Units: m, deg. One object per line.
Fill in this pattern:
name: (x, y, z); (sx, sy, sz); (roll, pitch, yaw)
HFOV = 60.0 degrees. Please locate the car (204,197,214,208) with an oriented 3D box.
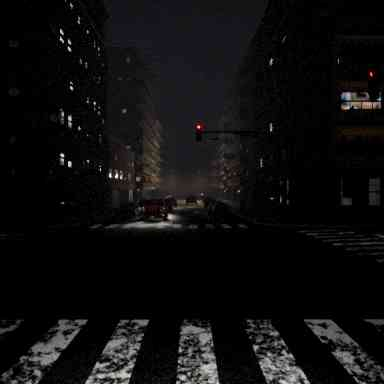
car: (2.625, 1.569, 35.907); (1.947, 1.339, 4.313); (0, 0, 0)

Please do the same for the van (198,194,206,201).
van: (2.540, 1.376, 85.618); (1.690, 1.788, 3.998); (-1, 0, 0)

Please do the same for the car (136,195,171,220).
car: (-3.087, 1.353, 27.630); (2.097, 1.767, 4.553); (0, 0, -2)

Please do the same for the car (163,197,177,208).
car: (-3.166, 1.535, 49.297); (1.812, 1.442, 4.674); (0, 0, 0)

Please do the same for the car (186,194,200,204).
car: (-0.103, 1.368, 61.437); (2.097, 1.767, 4.553); (0, 0, 0)

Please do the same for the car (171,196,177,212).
car: (-3.162, 1.496, 37.925); (2.128, 1.511, 4.902); (0, 0, 0)

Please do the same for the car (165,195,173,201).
car: (-5.839, 1.560, 85.447); (1.752, 1.417, 4.829); (0, 0, 0)

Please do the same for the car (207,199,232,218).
car: (2.634, 1.583, 30.383); (1.802, 1.307, 4.206); (0, 0, 0)

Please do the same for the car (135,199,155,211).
car: (-5.766, 1.571, 41.429); (1.947, 1.339, 4.313); (0, 0, 0)

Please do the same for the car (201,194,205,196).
car: (3.048, 1.542, 60.952); (1.812, 1.442, 4.674); (0, 0, 0)

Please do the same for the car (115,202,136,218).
car: (-5.747, 1.567, 30.381); (1.947, 1.339, 4.313); (0, 0, 0)

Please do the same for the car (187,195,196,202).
car: (-0.115, 1.407, 69.840); (1.994, 1.385, 4.181); (0, 0, 0)

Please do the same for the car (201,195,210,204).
car: (2.606, 1.553, 46.954); (1.887, 1.381, 4.507); (0, 0, 0)
